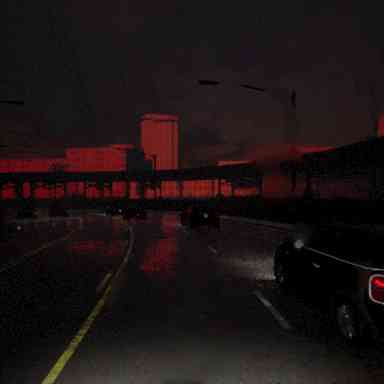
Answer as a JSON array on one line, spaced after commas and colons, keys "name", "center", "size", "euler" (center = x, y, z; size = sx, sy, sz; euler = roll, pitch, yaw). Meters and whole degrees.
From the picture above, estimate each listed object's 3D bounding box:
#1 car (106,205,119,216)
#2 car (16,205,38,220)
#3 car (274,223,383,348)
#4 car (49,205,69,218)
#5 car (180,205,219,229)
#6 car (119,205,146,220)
[{"name": "car", "center": [-10.097, 2.444, 44.304], "size": [1.994, 1.385, 4.181], "euler": [0, -1, -27]}, {"name": "car", "center": [-18.261, 2.265, 36.877], "size": [1.882, 1.535, 5.008], "euler": [0, -2, -25]}, {"name": "car", "center": [3.194, 1.384, 6.540], "size": [2.097, 1.767, 4.553], "euler": [0, -1, -3]}, {"name": "car", "center": [-16.515, 2.354, 41.231], "size": [1.882, 1.535, 5.008], "euler": [0, -2, -28]}, {"name": "car", "center": [0.485, 1.739, 25.018], "size": [2.097, 1.767, 4.553], "euler": [0, -1, -13]}, {"name": "car", "center": [-6.148, 2.127, 35.125], "size": [1.882, 1.535, 5.008], "euler": [0, -1, -19]}]
